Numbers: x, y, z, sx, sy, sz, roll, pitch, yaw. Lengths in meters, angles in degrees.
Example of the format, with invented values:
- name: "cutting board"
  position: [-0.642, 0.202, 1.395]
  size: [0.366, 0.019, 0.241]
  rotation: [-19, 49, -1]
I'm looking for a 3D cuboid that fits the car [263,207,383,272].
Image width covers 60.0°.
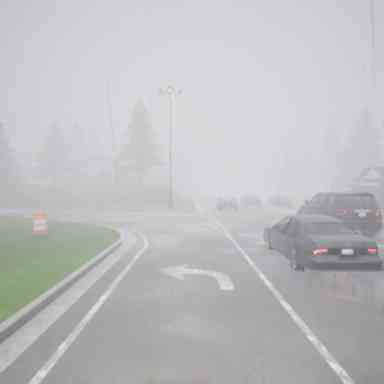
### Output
- name: "car"
  position: [3.617, 1.409, 10.284]
  size: [2.033, 1.411, 5.357]
  rotation: [0, 1, 0]

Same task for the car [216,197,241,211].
- name: "car"
  position: [3.473, 1.151, 33.800]
  size: [1.895, 1.301, 4.718]
  rotation: [0, 1, 0]

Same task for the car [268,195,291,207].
- name: "car"
  position: [10.435, 1.033, 39.873]
  size: [1.994, 1.385, 4.181]
  rotation: [0, 1, 0]

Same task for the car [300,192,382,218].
- name: "car"
  position: [7.080, 1.000, 16.535]
  size: [2.150, 2.045, 5.566]
  rotation: [0, 1, 0]

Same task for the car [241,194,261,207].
- name: "car"
  position: [6.939, 1.002, 39.325]
  size: [1.812, 1.442, 4.674]
  rotation: [0, 1, 0]
